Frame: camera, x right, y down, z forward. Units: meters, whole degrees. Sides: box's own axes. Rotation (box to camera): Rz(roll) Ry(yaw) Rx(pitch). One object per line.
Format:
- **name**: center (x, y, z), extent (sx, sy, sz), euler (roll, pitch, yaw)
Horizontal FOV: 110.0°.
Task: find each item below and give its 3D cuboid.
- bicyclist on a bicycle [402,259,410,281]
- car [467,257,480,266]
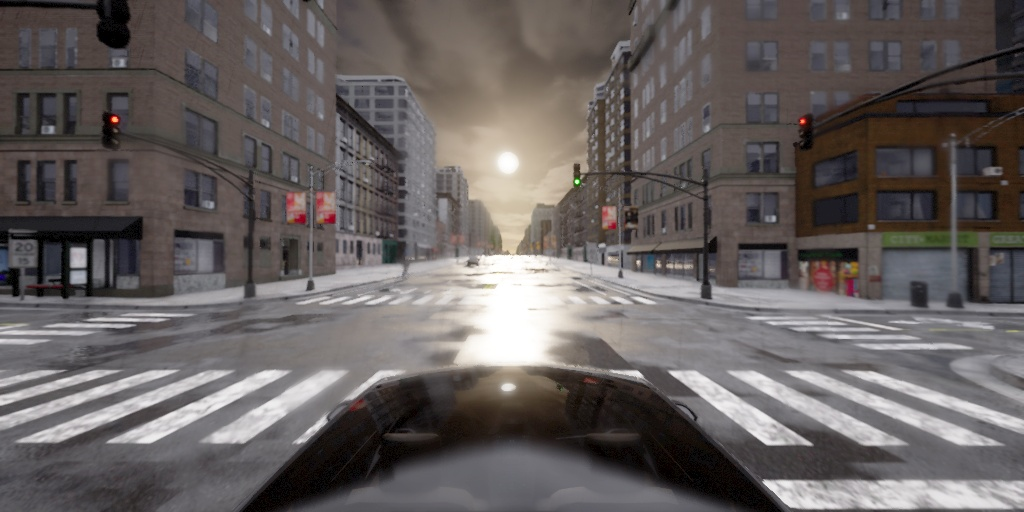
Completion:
- **bicyclist on a bicycle**: center (-8.656, 1.109, 29.215), extent (0.659, 1.776, 1.843), euler (0, 0, 0)
- **car**: center (-6.307, 0.900, 58.940), extent (1.837, 1.490, 4.892), euler (0, 1, 0)
